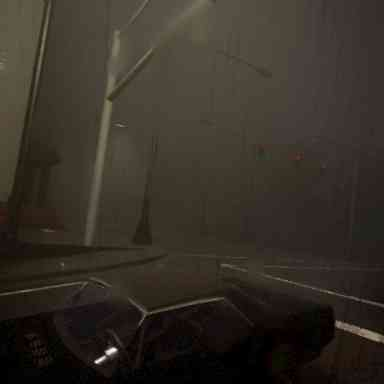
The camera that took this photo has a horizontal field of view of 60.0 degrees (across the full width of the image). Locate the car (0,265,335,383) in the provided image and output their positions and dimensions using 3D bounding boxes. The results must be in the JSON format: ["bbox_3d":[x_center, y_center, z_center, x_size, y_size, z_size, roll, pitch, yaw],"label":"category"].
[{"bbox_3d":[-0.674,1.578,3.394,4.718,1.301,1.895,0,0,-35],"label":"car"}]
